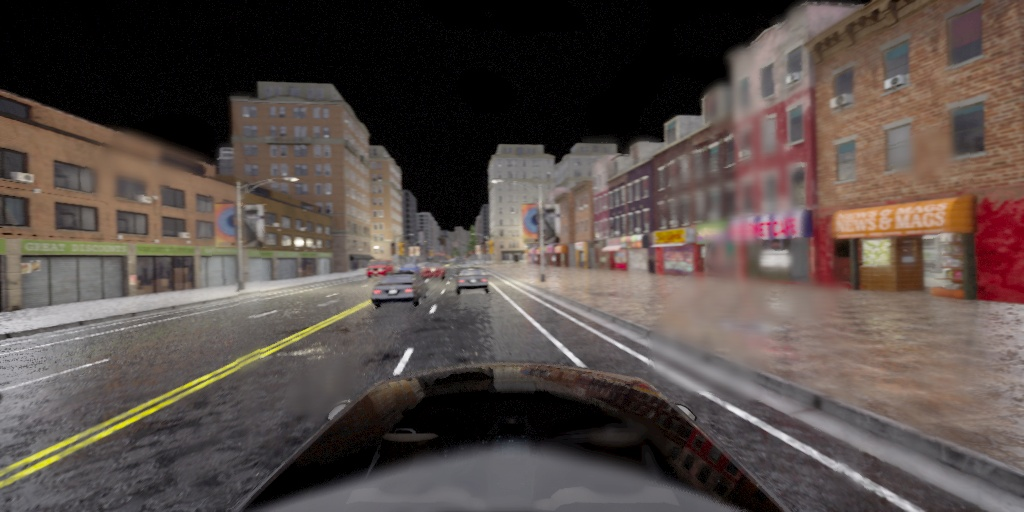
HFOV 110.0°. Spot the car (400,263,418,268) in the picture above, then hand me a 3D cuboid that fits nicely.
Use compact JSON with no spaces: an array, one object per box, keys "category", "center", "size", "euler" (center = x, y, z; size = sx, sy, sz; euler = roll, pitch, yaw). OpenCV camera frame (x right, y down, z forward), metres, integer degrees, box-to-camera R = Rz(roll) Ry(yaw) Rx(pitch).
[{"category":"car","center":[-11.955,1.617,42.068],"size":[1.882,1.535,5.008],"euler":[-2,0,-8]}]

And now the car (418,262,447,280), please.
[{"category":"car","center":[-7.486,1.343,34.739],"size":[2.097,1.767,4.553],"euler":[-2,0,-8]}]

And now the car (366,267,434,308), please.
[{"category":"car","center":[-4.956,1.445,16.373],"size":[2.033,1.411,5.357],"euler":[-2,0,-8]}]

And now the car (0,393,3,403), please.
[{"category":"car","center":[-6.391,1.479,1.519],"size":[2.033,1.411,5.357],"euler":[-2,0,-8]}]

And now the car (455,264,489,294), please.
[{"category":"car","center":[-2.372,1.374,21.335],"size":[2.033,1.411,5.357],"euler":[-2,0,-8]}]

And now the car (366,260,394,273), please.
[{"category":"car","center":[-15.185,1.452,41.647],"size":[2.150,2.045,5.566],"euler":[-2,0,-8]}]
